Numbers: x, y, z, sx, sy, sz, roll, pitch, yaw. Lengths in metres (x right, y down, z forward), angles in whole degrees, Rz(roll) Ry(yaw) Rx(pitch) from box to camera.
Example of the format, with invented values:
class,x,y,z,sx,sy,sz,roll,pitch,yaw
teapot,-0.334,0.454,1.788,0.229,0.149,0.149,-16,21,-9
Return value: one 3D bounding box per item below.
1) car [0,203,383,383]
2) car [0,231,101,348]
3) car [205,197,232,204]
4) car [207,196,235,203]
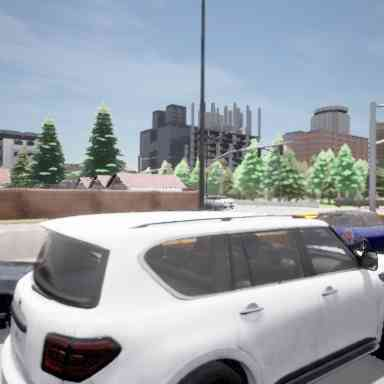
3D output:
class,x,y,z,sx,sy,sz,roll,pitch,yaw
car,0.760,1.256,4.286,5.566,2.045,2.150,0,0,-36
car,-4.338,1.539,4.955,5.357,1.411,2.033,1,0,-36
car,2.699,1.864,46.801,2.033,1.411,5.357,1,0,-33
car,4.254,1.577,50.810,2.150,2.045,5.566,1,0,-33
